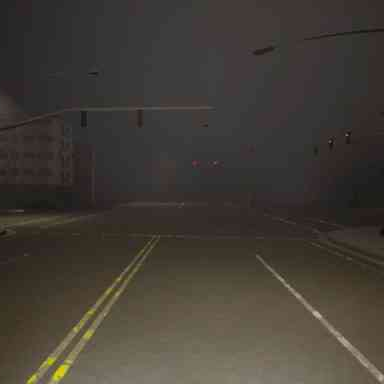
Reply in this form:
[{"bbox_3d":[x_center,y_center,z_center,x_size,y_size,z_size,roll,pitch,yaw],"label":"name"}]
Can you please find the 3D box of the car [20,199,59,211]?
[{"bbox_3d":[-18.150,1.569,39.706,4.181,1.385,1.994,0,0,1],"label":"car"}]
